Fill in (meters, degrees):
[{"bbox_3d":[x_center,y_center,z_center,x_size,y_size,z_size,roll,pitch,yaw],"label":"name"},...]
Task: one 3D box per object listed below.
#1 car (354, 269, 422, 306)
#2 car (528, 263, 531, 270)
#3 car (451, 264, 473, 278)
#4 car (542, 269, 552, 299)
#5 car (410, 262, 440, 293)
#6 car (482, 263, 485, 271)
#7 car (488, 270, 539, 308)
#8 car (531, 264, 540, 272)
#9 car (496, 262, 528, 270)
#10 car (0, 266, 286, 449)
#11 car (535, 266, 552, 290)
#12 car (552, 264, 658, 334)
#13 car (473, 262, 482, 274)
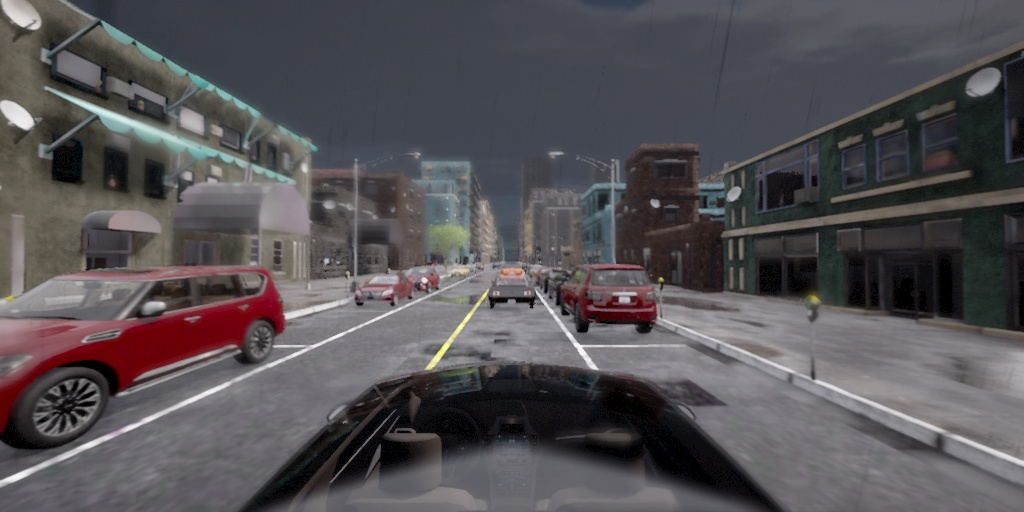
[{"bbox_3d":[-5.693,1.473,16.506,1.802,1.307,4.207,0,0,0],"label":"car"},{"bbox_3d":[2.742,1.627,38.503,1.751,1.417,4.829,0,0,0],"label":"car"},{"bbox_3d":[-5.769,1.646,40.113,1.751,1.417,4.829,0,0,0],"label":"car"},{"bbox_3d":[2.687,1.457,16.507,1.948,1.339,4.313,0,0,0],"label":"car"},{"bbox_3d":[-5.694,1.384,22.039,1.967,1.591,4.097,0,0,0],"label":"car"},{"bbox_3d":[-5.836,1.778,62.166,1.967,1.591,4.097,0,0,0],"label":"car"},{"bbox_3d":[-0.002,1.487,15.966,1.895,1.301,4.718,0,-1,0],"label":"car"},{"bbox_3d":[2.692,1.540,27.267,1.888,1.381,4.507,0,0,0],"label":"car"},{"bbox_3d":[-0.006,1.380,30.937,2.097,1.767,4.553,0,-1,0],"label":"car"},{"bbox_3d":[-5.690,1.100,5.441,2.192,1.841,5.009,0,0,0],"label":"car"},{"bbox_3d":[2.686,1.510,22.040,1.948,1.339,4.313,0,0,0],"label":"car"},{"bbox_3d":[2.689,1.153,10.975,2.192,1.841,5.009,0,0,0],"label":"car"},{"bbox_3d":[-5.826,1.780,51.348,2.007,1.370,4.403,0,0,0],"label":"car"}]
